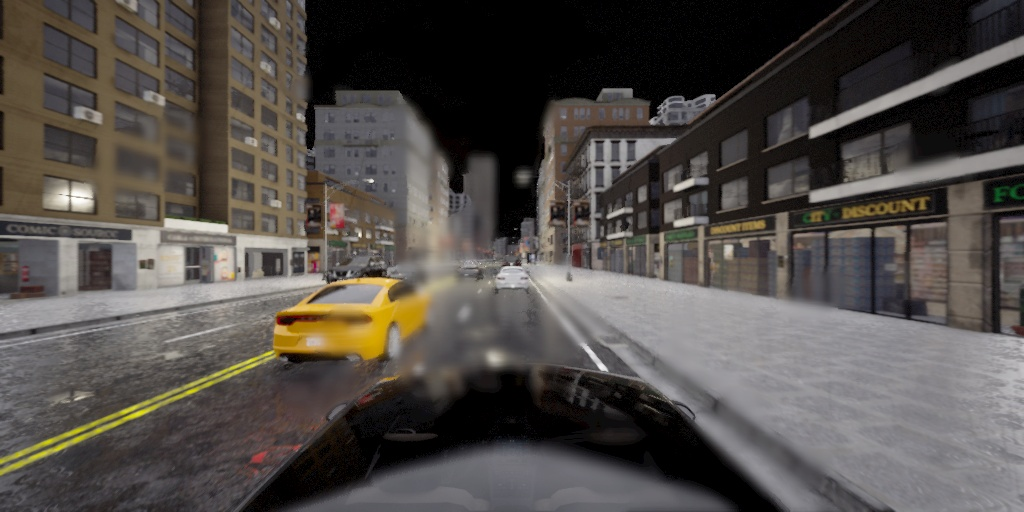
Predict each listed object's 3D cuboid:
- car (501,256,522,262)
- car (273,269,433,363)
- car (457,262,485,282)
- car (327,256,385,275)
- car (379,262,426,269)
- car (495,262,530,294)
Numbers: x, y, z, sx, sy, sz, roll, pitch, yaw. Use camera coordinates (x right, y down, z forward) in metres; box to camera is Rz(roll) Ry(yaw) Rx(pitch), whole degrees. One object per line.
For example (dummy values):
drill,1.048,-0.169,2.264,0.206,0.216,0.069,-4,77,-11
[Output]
car,-0.027,0.974,40.469,2.150,2.045,5.566,0,0,0
car,-3.166,1.237,8.237,1.882,1.535,5.008,0,0,0
car,-3.235,1.252,28.683,2.128,1.511,4.902,0,0,0
car,-9.917,0.999,23.488,2.150,2.045,5.566,0,0,0
car,-6.665,1.274,23.317,1.837,1.490,4.892,0,0,0
car,0.041,1.276,20.269,1.812,1.442,4.674,0,0,0
